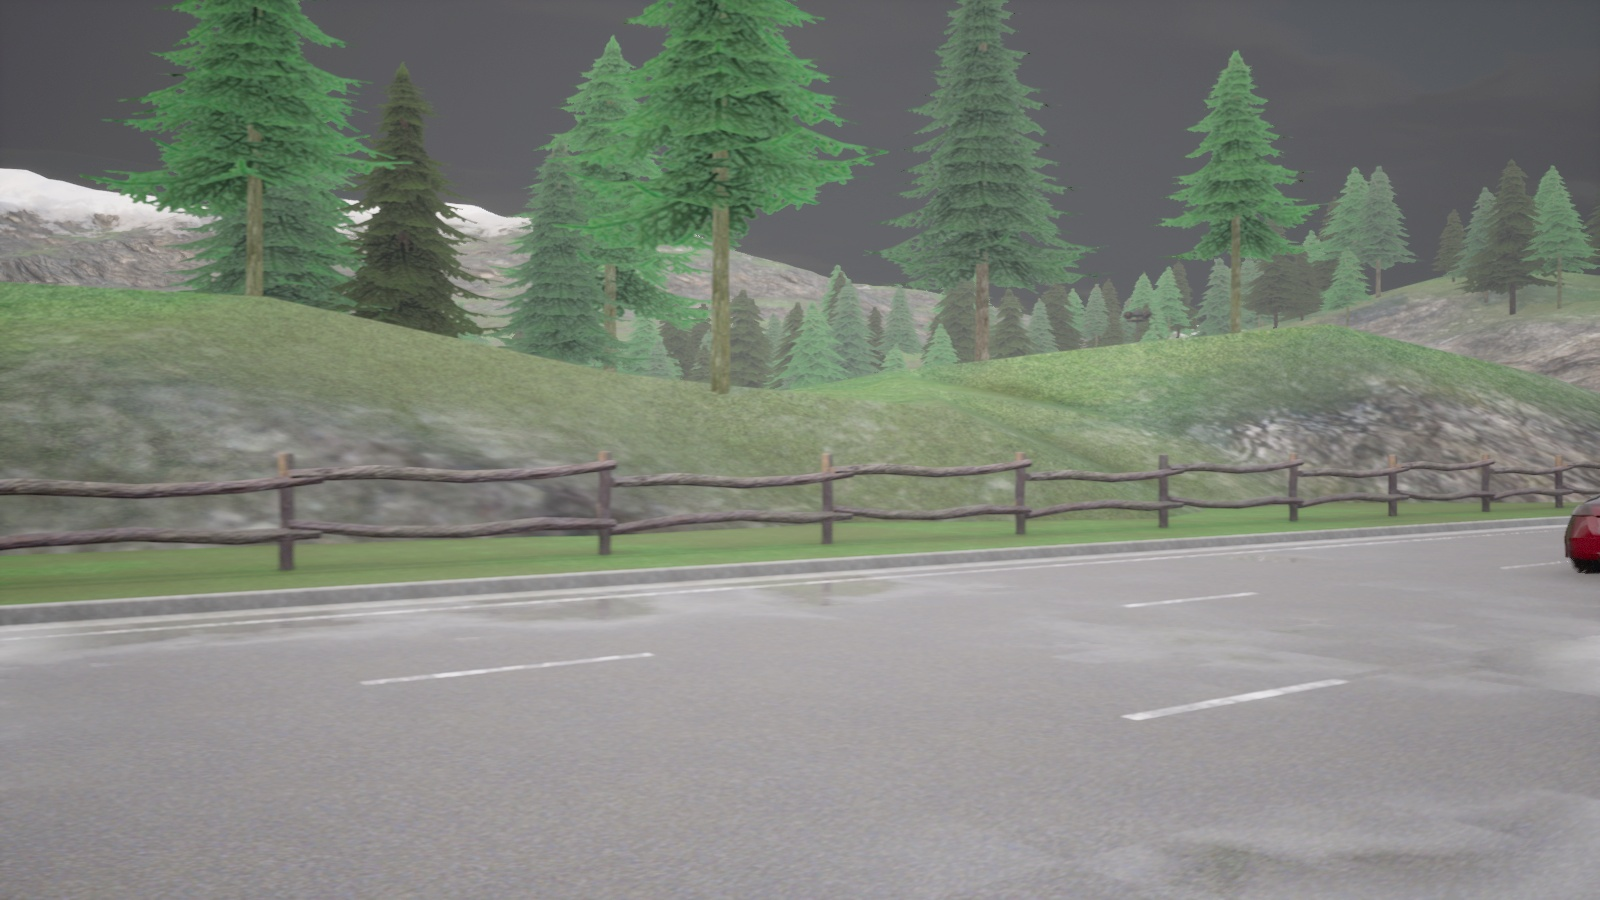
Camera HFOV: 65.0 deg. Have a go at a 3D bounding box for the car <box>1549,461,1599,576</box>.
[{"bbox_3d":[11.619,0.827,16.011,4.181,1.385,1.994,0,0,-35],"label":"car"}]
